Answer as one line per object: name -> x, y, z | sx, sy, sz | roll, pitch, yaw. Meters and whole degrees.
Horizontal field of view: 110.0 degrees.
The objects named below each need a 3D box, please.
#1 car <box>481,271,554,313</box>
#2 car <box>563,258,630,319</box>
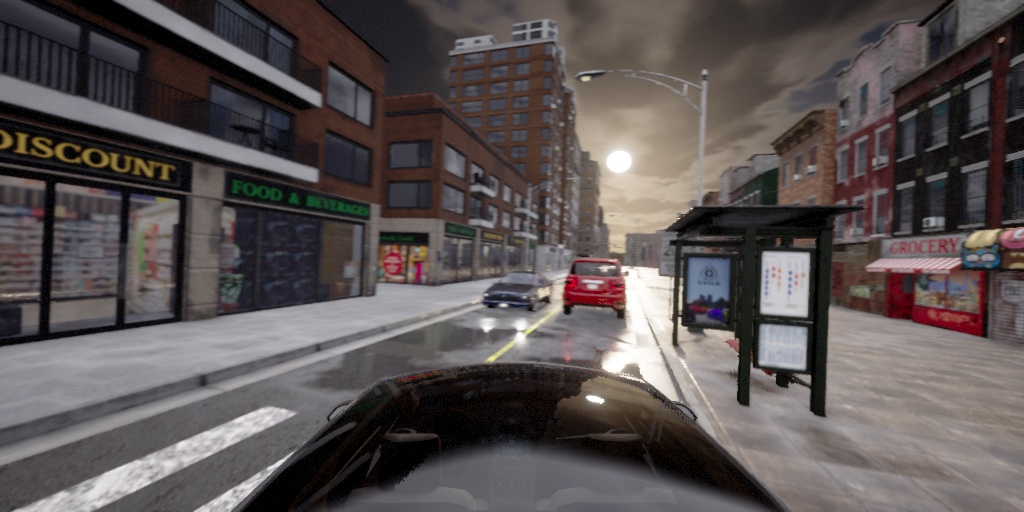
car -> 0.494, 1.341, 14.845 | 2.033, 1.411, 5.357 | 2, 0, 17
car -> 3.400, 1.130, 14.222 | 2.150, 2.045, 5.566 | 2, 0, 17
